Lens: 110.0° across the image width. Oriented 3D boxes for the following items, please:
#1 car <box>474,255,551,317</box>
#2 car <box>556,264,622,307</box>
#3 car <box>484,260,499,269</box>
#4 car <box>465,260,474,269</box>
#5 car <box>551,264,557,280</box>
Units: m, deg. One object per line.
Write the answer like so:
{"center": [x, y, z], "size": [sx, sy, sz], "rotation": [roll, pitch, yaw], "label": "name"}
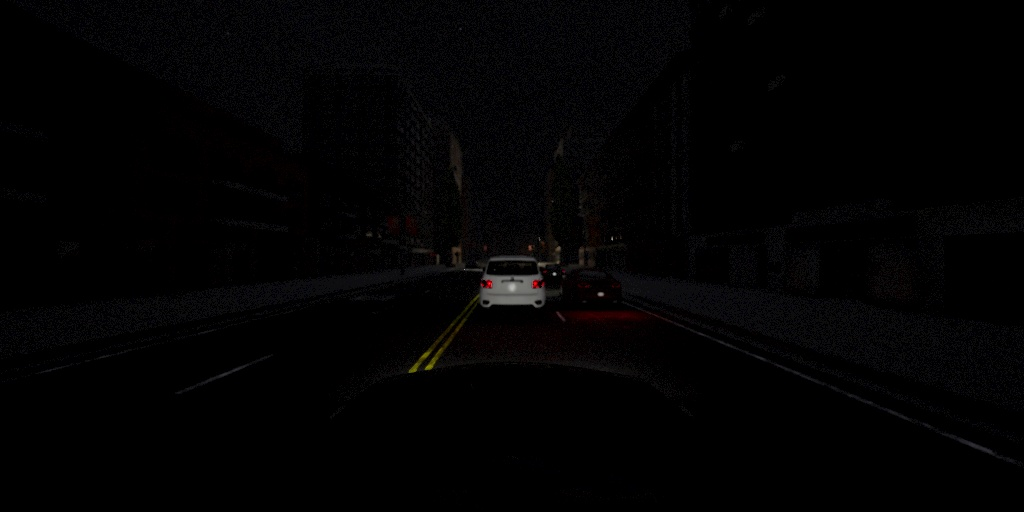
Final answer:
{"center": [0.039, 0.999, 13.448], "size": [2.150, 2.045, 5.566], "rotation": [0, 0, 1], "label": "car"}
{"center": [3.310, 1.258, 15.743], "size": [1.882, 1.535, 5.008], "rotation": [0, 0, 0], "label": "car"}
{"center": [-3.282, 1.352, 59.027], "size": [2.128, 1.511, 4.902], "rotation": [0, 0, 0], "label": "car"}
{"center": [-6.526, 1.408, 59.038], "size": [2.033, 1.411, 5.357], "rotation": [0, 0, 1], "label": "car"}
{"center": [3.313, 1.374, 29.757], "size": [1.994, 1.385, 4.181], "rotation": [0, 0, 1], "label": "car"}
